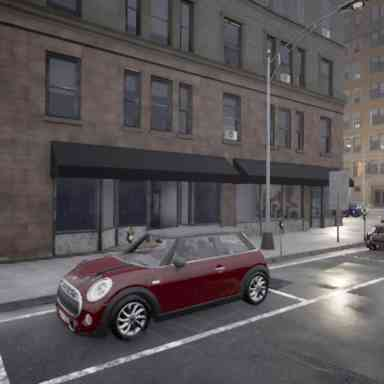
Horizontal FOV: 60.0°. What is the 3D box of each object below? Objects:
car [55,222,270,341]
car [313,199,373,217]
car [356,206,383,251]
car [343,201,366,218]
[{"bbox_3d":[-0.432,1.446,6.459,4.097,1.590,1.967,0,0,-36],"label":"car"},{"bbox_3d":[14.434,1.460,32.038,2.128,1.511,4.902,1,0,-36],"label":"car"},{"bbox_3d":[8.495,1.466,12.863,4.097,1.590,1.967,0,0,-36],"label":"car"},{"bbox_3d":[12.306,1.163,29.442,2.150,2.045,5.566,1,0,-36],"label":"car"}]
